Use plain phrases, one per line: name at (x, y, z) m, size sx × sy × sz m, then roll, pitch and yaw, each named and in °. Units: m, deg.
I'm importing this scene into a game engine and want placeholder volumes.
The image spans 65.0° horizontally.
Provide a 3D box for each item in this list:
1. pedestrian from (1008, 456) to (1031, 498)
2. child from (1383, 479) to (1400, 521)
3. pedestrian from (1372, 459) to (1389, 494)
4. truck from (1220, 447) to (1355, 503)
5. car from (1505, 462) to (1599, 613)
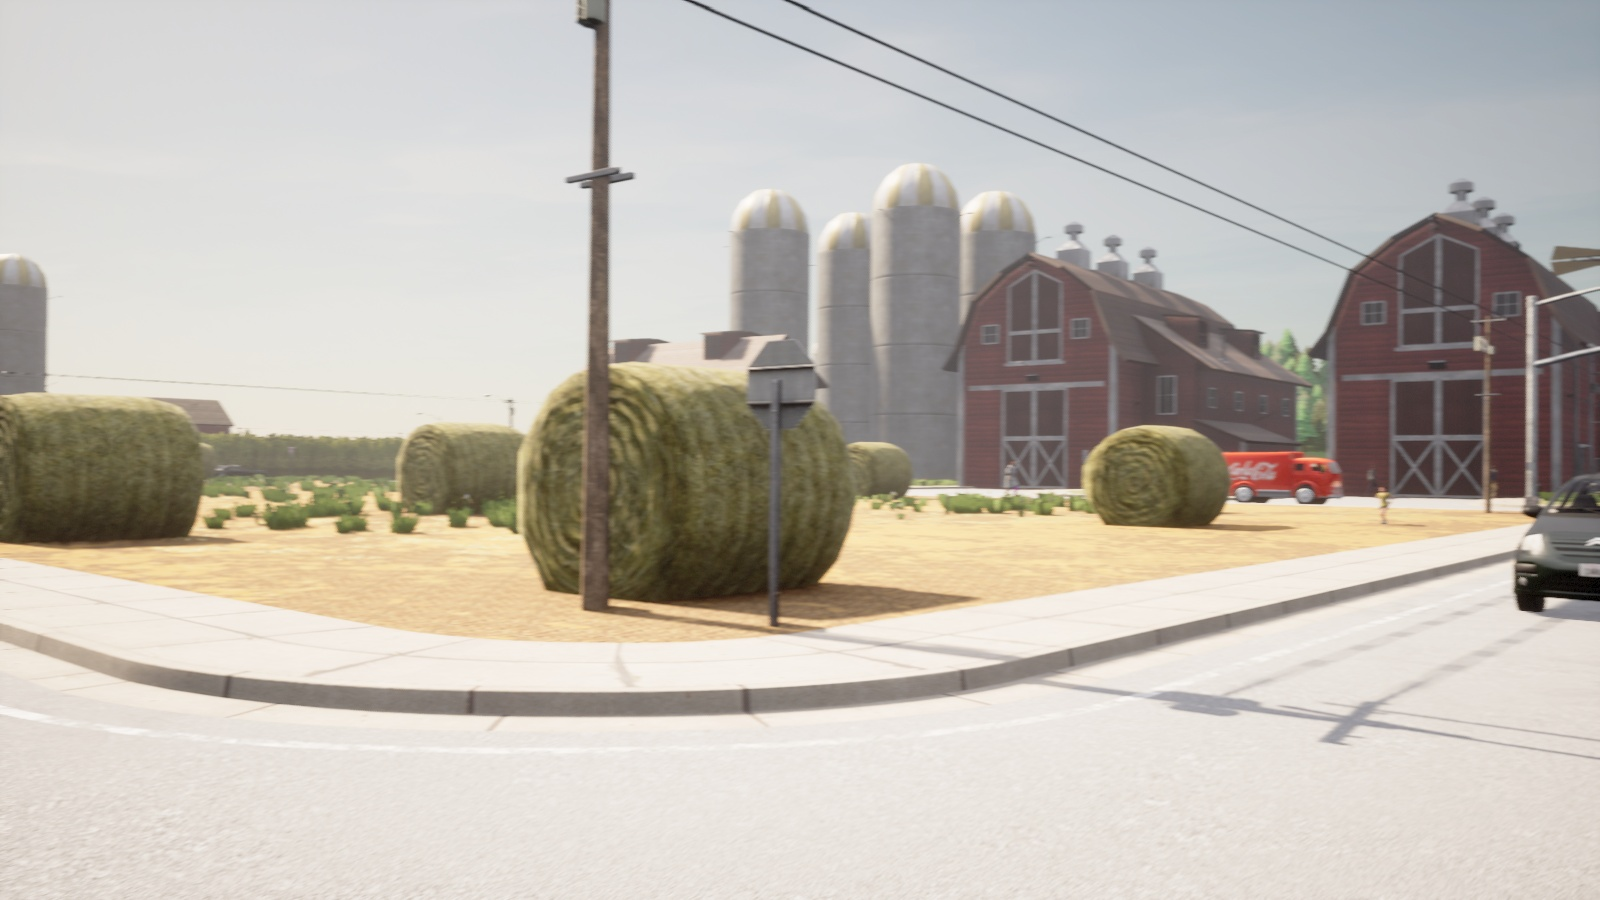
pedestrian at (10.430, 1.286, 59.771) m, size 0.659 × 1.952 × 0.873 m, roll 1°, pitch -1°, yaw -39°
child at (15.913, 1.336, 33.777) m, size 0.394 × 1.110 × 0.255 m, roll 1°, pitch -1°, yaw -33°
pedestrian at (32.128, 1.451, 69.499) m, size 0.788 × 1.949 × 0.423 m, roll -1°, pitch -1°, yaw 40°
truck at (22.368, 1.140, 57.698) m, size 5.204 × 2.467 × 2.627 m, roll -1°, pitch -1°, yaw 39°
car at (9.856, 0.955, 14.938) m, size 1.851 × 1.617 × 3.988 m, roll -1°, pitch -1°, yaw 40°
